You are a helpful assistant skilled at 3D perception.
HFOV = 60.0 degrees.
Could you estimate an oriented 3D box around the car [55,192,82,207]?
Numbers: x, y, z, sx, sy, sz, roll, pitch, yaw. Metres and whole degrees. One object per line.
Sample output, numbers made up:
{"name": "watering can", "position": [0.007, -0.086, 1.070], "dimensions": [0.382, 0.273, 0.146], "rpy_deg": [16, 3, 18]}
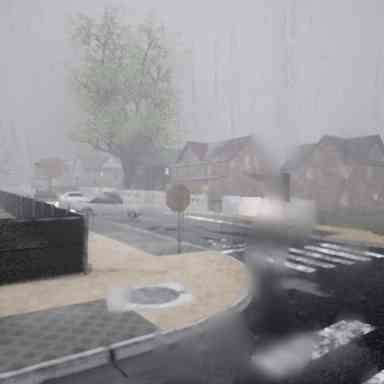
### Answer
{"name": "car", "position": [-11.086, 0.712, 31.272], "dimensions": [1.812, 1.442, 4.674], "rpy_deg": [1, 1, -35]}

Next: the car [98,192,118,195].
{"name": "car", "position": [-8.282, 0.747, 32.148], "dimensions": [1.837, 1.490, 4.892], "rpy_deg": [1, 2, -34]}

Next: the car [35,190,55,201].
{"name": "car", "position": [-18.343, 0.408, 41.761], "dimensions": [1.895, 1.301, 4.718], "rpy_deg": [1, 1, -34]}

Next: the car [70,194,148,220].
{"name": "car", "position": [-5.381, 1.062, 22.464], "dimensions": [4.718, 1.301, 1.895], "rpy_deg": [3, -1, -1]}
